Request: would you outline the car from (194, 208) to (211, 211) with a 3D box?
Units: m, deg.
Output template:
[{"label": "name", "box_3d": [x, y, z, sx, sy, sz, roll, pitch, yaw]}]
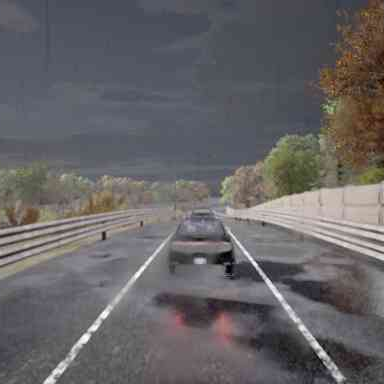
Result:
[{"label": "car", "box_3d": [0.823, 2.038, 26.537, 1.837, 1.490, 4.892, 0, -3, 2]}]

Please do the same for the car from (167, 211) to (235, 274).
[{"label": "car", "box_3d": [0.297, 1.576, 10.860, 2.128, 1.511, 4.902, 0, -1, 2]}]

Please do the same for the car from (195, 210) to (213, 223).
[{"label": "car", "box_3d": [1.344, 2.650, 36.372, 1.895, 1.301, 4.718, 0, -4, 3]}]

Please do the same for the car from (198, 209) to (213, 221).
[{"label": "car", "box_3d": [1.946, 3.297, 47.397, 1.882, 1.535, 5.008, 0, -4, 5]}]
